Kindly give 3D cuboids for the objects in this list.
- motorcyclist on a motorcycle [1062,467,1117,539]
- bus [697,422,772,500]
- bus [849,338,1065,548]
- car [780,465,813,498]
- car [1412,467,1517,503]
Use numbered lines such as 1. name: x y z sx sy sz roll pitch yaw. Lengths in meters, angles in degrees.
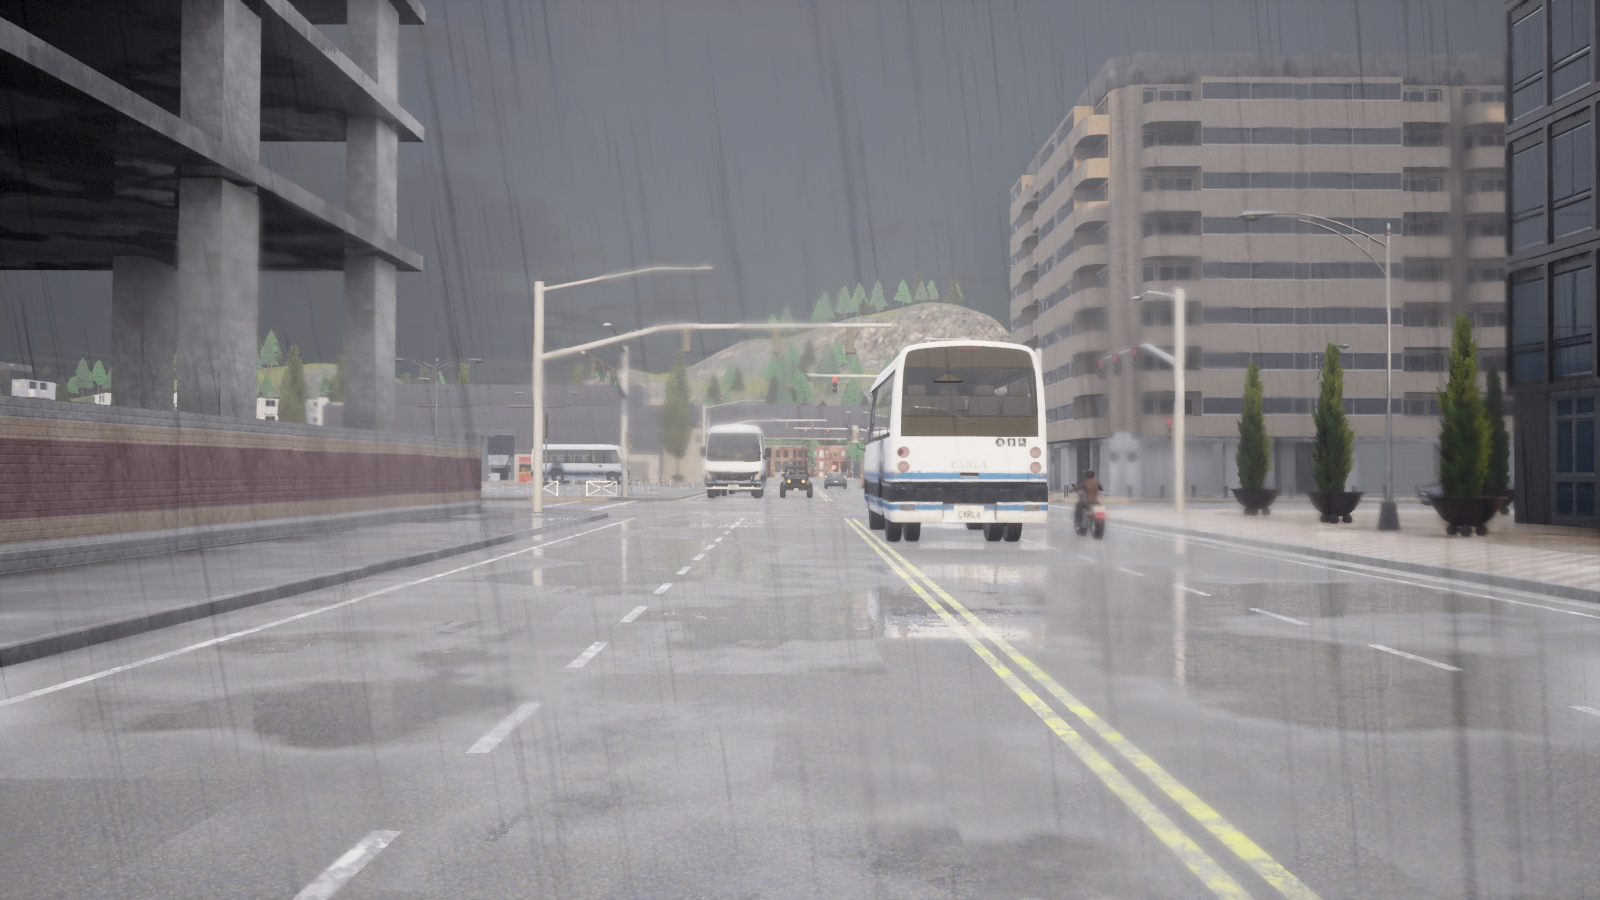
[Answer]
1. motorcyclist on a motorcycle: 6.918 1.242 30.122 0.766 1.649 2.350 0 -1 0
2. bus: -3.709 0.698 74.342 3.944 4.253 10.273 0 -1 0
3. bus: 3.410 -0.060 30.769 3.944 4.253 10.273 0 -1 0
4. car: -0.204 1.853 74.108 1.905 1.878 3.866 0 -1 0
5. car: 29.592 1.557 55.973 3.705 1.549 1.789 0 -1 0
